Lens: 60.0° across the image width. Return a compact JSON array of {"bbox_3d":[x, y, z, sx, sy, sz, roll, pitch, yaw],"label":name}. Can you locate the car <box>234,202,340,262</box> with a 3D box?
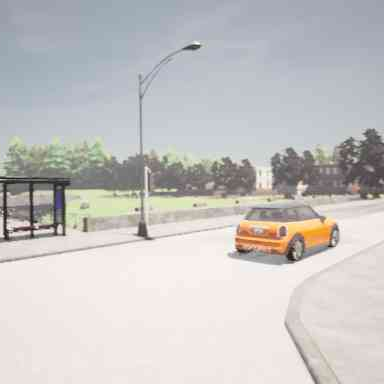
[{"bbox_3d":[3.481,1.190,11.755,2.097,1.767,4.553,0,1,43],"label":"car"}]
